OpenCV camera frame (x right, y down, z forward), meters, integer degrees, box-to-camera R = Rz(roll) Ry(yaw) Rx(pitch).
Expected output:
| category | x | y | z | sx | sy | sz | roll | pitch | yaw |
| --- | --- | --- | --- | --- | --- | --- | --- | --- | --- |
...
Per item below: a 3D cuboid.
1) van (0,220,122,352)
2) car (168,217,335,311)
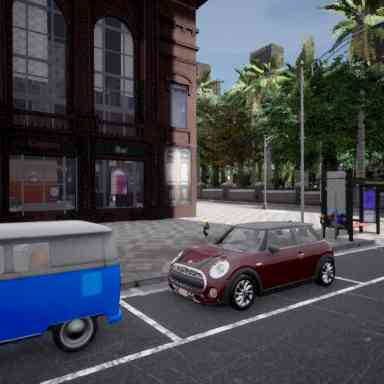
| category | x | y | z | sx | sy | sz | roll | pitch | yaw |
| --- | --- | --- | --- | --- | --- | --- | --- | --- | --- |
| van | -2.970 | 1.341 | 4.536 | 3.998 | 1.788 | 1.690 | 0 | 0 | -36 |
| car | 1.445 | 1.439 | 7.689 | 4.097 | 1.590 | 1.967 | 0 | 0 | -36 |
